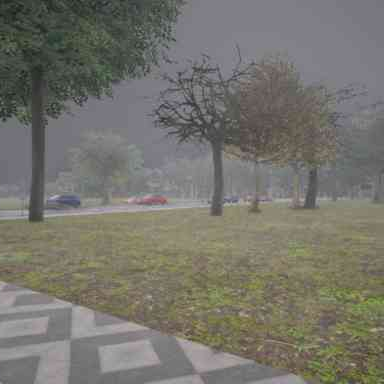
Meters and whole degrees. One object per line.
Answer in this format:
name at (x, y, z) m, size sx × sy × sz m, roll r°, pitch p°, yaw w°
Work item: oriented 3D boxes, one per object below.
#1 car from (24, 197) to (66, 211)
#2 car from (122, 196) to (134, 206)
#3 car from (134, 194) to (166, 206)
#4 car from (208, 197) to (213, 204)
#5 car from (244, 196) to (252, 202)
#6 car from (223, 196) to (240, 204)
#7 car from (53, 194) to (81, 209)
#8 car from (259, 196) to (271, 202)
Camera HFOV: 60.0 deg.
car at (-18.056, 1.637, 40.449) m, size 1.994 × 1.385 × 4.181 m, roll -1°, pitch -1°, yaw 35°
car at (-9.877, 1.488, 57.539) m, size 2.097 × 1.767 × 4.553 m, roll -1°, pitch 0°, yaw 36°
car at (-6.690, 1.327, 56.408) m, size 2.150 × 2.045 × 5.566 m, roll -1°, pitch -1°, yaw 36°
car at (4.907, 1.669, 66.880) m, size 1.994 × 1.385 × 4.181 m, roll -1°, pitch -1°, yaw 35°
car at (14.009, 1.675, 79.890) m, size 1.812 × 1.442 × 4.674 m, roll -1°, pitch -1°, yaw 35°
car at (7.566, 1.574, 65.009) m, size 1.837 × 1.490 × 4.892 m, roll -1°, pitch -1°, yaw 35°
car at (-18.073, 1.334, 46.047) m, size 2.150 × 2.045 × 5.566 m, roll -1°, pitch 0°, yaw 36°
car at (17.262, 1.671, 78.860) m, size 1.994 × 1.385 × 4.181 m, roll -1°, pitch -1°, yaw 35°
